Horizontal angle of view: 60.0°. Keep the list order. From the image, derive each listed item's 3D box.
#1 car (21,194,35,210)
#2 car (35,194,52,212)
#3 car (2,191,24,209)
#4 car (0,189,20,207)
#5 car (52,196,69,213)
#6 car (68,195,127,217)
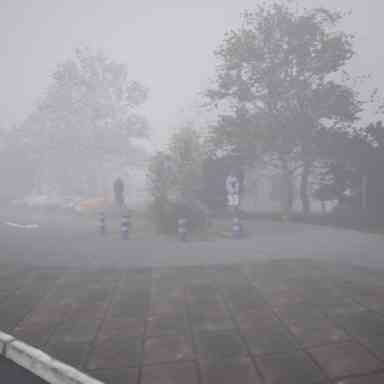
[{"bbox_3d":[-14.616,1.133,34.474,2.002,1.452,4.674,2,1,36],"label":"car"},{"bbox_3d":[-12.391,1.186,32.825,2.163,1.488,4.792,2,1,36],"label":"car"},{"bbox_3d":[-16.964,1.026,35.953,1.946,1.575,5.366,2,1,36],"label":"car"},{"bbox_3d":[-21.314,0.649,39.377,2.435,2.045,5.566,2,1,36],"label":"car"},{"bbox_3d":[-10.212,1.092,31.317,2.185,1.767,4.553,2,1,36],"label":"car"},{"bbox_3d":[-7.994,1.281,29.662,2.097,1.535,5.008,2,1,36],"label":"car"}]
